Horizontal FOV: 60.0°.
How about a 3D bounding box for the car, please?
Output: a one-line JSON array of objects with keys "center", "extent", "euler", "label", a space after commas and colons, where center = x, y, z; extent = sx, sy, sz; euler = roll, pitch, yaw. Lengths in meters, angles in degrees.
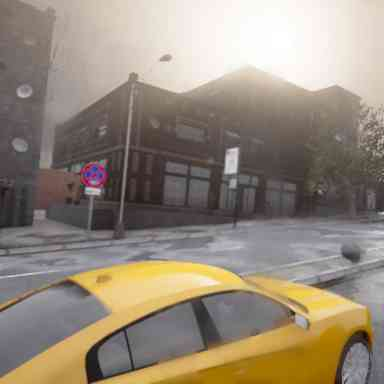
[{"center": [-0.090, 1.483, 3.375], "extent": [5.008, 1.535, 1.882], "euler": [0, 0, -35], "label": "car"}]
